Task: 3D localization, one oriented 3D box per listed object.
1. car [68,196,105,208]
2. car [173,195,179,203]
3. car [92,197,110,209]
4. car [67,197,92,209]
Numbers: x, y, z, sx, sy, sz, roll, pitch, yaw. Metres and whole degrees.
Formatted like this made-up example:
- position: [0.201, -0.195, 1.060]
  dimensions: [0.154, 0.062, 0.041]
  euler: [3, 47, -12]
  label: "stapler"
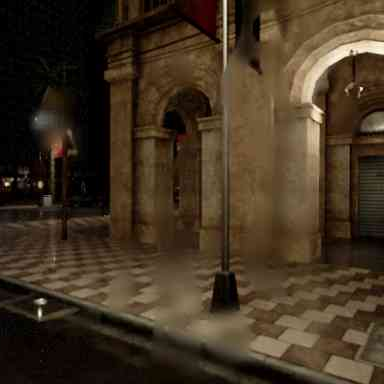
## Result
- position: [-15.124, 1.414, 47.779]
  dimensions: [2.161, 1.482, 4.786]
  euler: [0, 0, 35]
  label: "car"
- position: [-2.264, 1.256, 65.544]
  dimensions: [2.185, 1.767, 4.553]
  euler: [0, 0, 35]
  label: "car"
- position: [-10.089, 1.422, 43.485]
  dimensions: [1.837, 1.490, 4.892]
  euler: [0, 0, 36]
  label: "car"
- position: [-14.364, 1.400, 43.537]
  dimensions: [2.128, 1.511, 4.902]
  euler: [0, 0, 36]
  label: "car"
